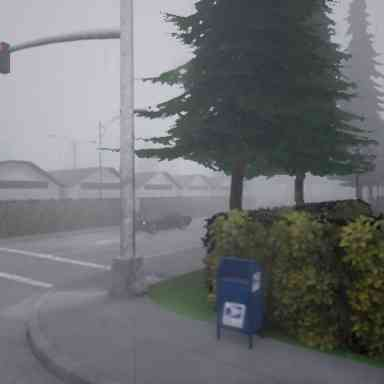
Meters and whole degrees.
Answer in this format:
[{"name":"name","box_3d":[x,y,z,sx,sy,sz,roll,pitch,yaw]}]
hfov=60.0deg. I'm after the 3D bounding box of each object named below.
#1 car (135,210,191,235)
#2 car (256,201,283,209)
[{"name":"car","box_3d":[-2.116,1.886,21.457,1.895,1.301,4.718,0,0,36]},{"name":"car","box_3d":[8.565,1.777,36.274,2.128,1.511,4.902,0,0,36]}]
